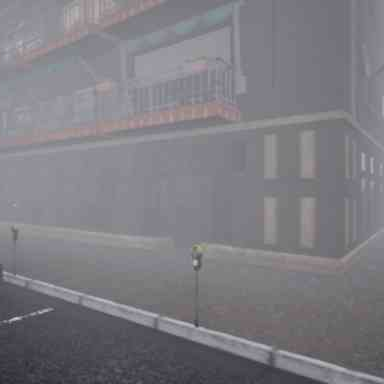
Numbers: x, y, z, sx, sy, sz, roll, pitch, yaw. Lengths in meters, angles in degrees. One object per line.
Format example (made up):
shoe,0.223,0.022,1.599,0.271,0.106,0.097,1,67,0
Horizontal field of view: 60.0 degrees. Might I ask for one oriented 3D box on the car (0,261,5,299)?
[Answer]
car,-5.516,1.565,6.804,4.313,1.339,1.947,0,0,35
